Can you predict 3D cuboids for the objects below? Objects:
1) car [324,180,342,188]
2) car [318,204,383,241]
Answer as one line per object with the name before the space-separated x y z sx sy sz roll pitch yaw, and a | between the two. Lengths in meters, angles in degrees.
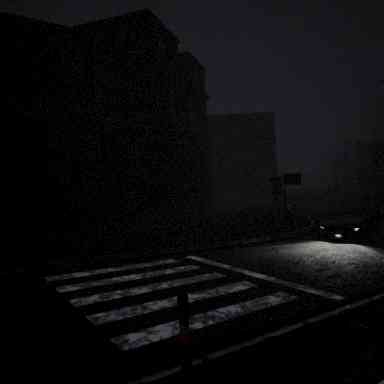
car | 25.691 -1.531 60.724 1.882 1.535 5.008 -3 1 5
car | 7.791 1.320 16.003 2.033 1.411 5.357 -1 2 39
